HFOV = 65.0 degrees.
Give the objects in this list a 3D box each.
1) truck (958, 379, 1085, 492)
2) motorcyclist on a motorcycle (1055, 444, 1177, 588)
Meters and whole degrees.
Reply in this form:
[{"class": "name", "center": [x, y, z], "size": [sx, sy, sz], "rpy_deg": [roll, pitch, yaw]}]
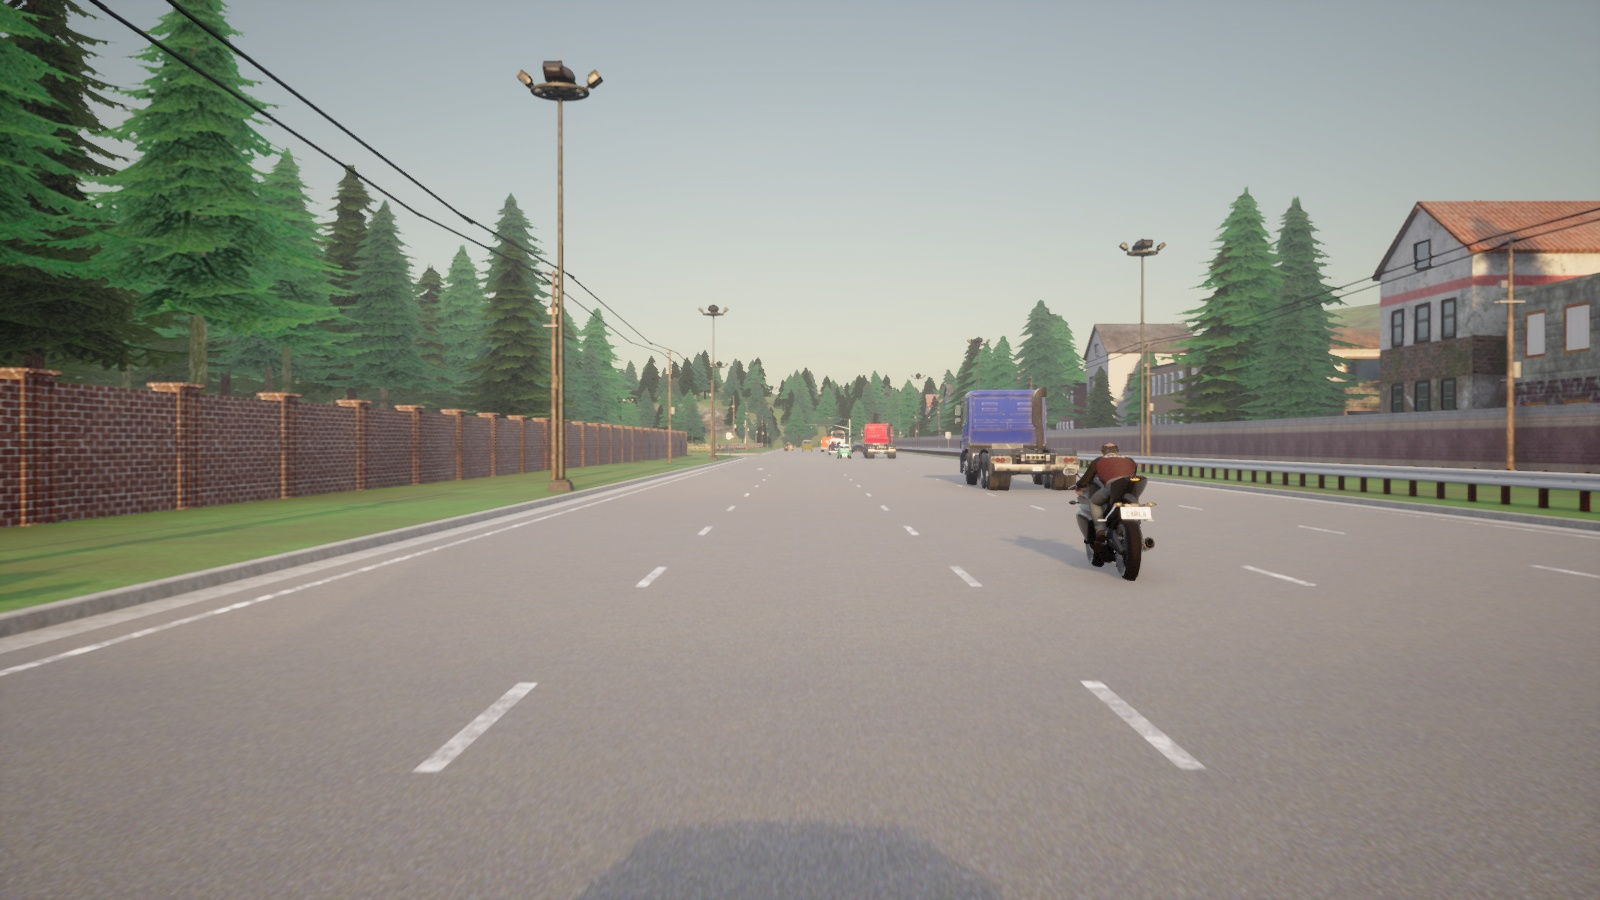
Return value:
[{"class": "truck", "center": [7.257, -0.468, 42.272], "size": [2.891, 3.462, 7.936], "rpy_deg": [0, 0, 0]}, {"class": "motorcyclist on a motorcycle", "center": [3.598, 0.703, 14.525], "size": [0.866, 1.530, 2.191], "rpy_deg": [0, 0, 0]}]
